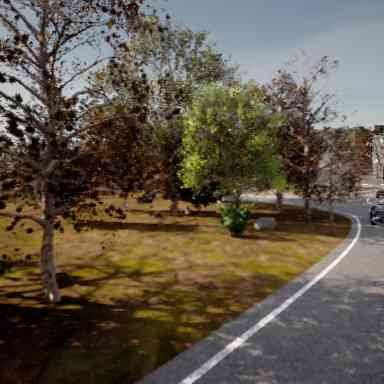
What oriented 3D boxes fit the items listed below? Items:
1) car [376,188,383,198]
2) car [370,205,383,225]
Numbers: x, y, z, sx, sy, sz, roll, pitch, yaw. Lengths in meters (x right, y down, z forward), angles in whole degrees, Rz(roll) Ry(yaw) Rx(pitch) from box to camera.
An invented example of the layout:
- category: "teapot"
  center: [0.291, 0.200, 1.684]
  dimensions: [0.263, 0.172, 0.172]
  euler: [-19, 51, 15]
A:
- category: "car"
  center: [29.071, 0.079, 49.946]
  dimensions: [1.837, 1.490, 4.892]
  euler: [0, 5, 42]
- category: "car"
  center: [14.627, 1.687, 25.335]
  dimensions: [2.033, 1.411, 5.357]
  euler: [-1, 1, 25]
